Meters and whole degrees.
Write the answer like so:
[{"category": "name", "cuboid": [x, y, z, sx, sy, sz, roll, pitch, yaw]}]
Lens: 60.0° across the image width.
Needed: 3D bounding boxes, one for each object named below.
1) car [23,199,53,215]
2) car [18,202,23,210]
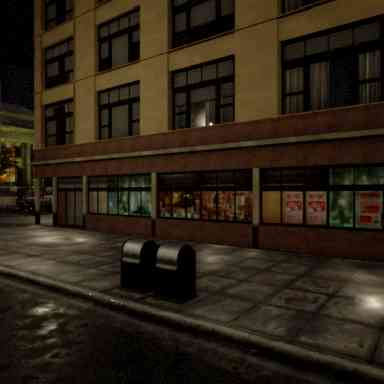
[{"category": "car", "cuboid": [-14.565, 1.561, 34.230, 1.994, 1.385, 4.181, 0, 0, 36]}, {"category": "car", "cuboid": [-16.734, 1.488, 37.206, 2.128, 1.511, 4.902, 0, 0, 36]}]
